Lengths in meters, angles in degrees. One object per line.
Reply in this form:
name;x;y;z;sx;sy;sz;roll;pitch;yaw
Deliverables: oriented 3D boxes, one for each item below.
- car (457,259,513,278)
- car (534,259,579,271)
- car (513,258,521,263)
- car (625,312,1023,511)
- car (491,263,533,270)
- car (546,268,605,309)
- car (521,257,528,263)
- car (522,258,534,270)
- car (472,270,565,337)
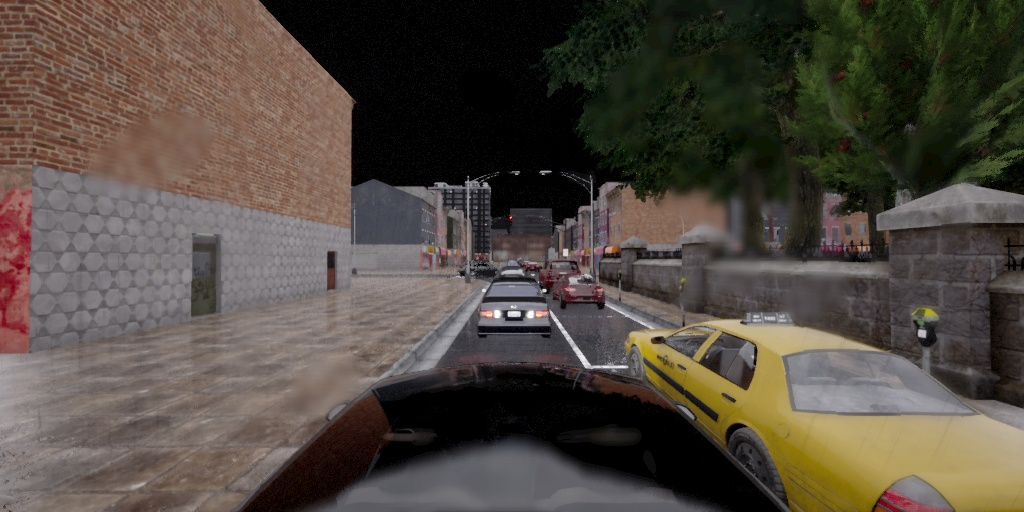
car;-2.732;1.296;33.681;4.892;1.490;1.837;0;2;-29
car;2.628;1.076;20.165;2.192;1.841;5.009;0;0;0
car;0.064;1.401;61.832;2.033;1.411;5.357;0;0;0
car;2.639;1.276;3.988;1.751;1.417;4.829;0;0;0
car;0.014;1.287;19.946;1.812;1.442;4.674;0;0;1
car;2.632;1.338;14.716;1.802;1.307;4.207;0;0;0
car;2.599;1.403;62.905;1.888;1.381;4.507;0;0;0
car;2.610;1.356;46.594;1.888;1.381;4.507;0;0;0
car;0.062;1.300;10.234;2.033;1.411;5.357;0;0;0
